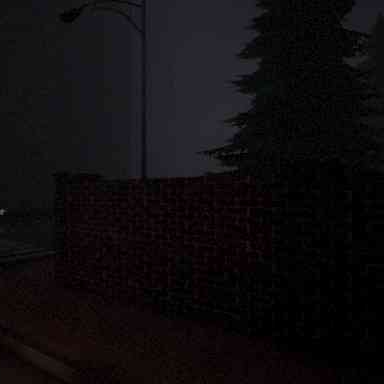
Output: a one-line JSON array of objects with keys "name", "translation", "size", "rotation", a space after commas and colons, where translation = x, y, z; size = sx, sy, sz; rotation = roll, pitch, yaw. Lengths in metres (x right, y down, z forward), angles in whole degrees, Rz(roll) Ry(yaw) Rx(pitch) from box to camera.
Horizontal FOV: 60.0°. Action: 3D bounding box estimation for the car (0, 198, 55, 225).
[{"name": "car", "translation": [-11.674, 1.279, 23.334], "size": [2.097, 1.767, 4.553], "rotation": [0, 0, 35]}]
